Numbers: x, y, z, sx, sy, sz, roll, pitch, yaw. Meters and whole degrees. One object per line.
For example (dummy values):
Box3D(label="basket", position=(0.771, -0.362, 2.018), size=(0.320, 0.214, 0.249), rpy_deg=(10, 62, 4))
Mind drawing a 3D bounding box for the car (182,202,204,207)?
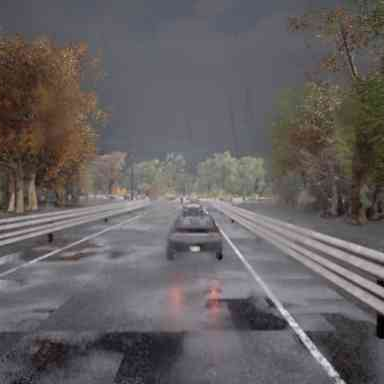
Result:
Box3D(label="car", position=(0.101, 1.661, 30.281), size=(1.812, 1.442, 4.674), rpy_deg=(0, 0, 0))

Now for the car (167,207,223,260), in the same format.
Box3D(label="car", position=(0.099, 1.550, 12.697), size=(2.128, 1.511, 4.902), rpy_deg=(0, 0, 0))
